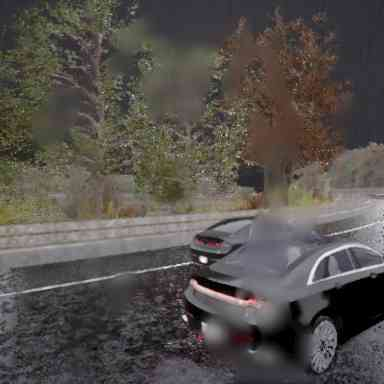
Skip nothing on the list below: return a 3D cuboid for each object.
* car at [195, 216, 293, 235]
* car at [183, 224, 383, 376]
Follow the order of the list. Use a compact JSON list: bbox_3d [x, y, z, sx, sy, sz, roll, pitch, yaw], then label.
[{"bbox_3d":[2.157,1.489,10.151,4.892,1.490,1.837,0,0,-40],"label":"car"},{"bbox_3d":[2.120,1.477,5.606,4.902,1.511,2.128,0,0,-39],"label":"car"}]
